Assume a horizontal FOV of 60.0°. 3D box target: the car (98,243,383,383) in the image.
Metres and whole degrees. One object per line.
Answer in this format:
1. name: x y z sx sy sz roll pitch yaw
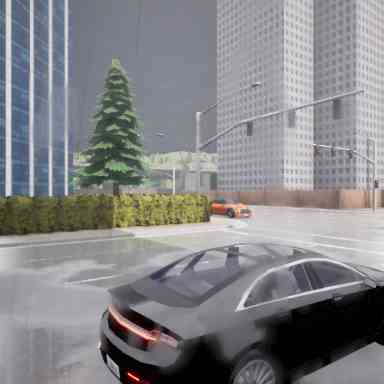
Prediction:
1. car: 1.207 1.492 4.667 4.902 1.511 2.128 0 0 -35

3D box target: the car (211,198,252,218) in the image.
1. car: 3.280 1.352 29.907 2.097 1.767 4.553 0 0 -35
